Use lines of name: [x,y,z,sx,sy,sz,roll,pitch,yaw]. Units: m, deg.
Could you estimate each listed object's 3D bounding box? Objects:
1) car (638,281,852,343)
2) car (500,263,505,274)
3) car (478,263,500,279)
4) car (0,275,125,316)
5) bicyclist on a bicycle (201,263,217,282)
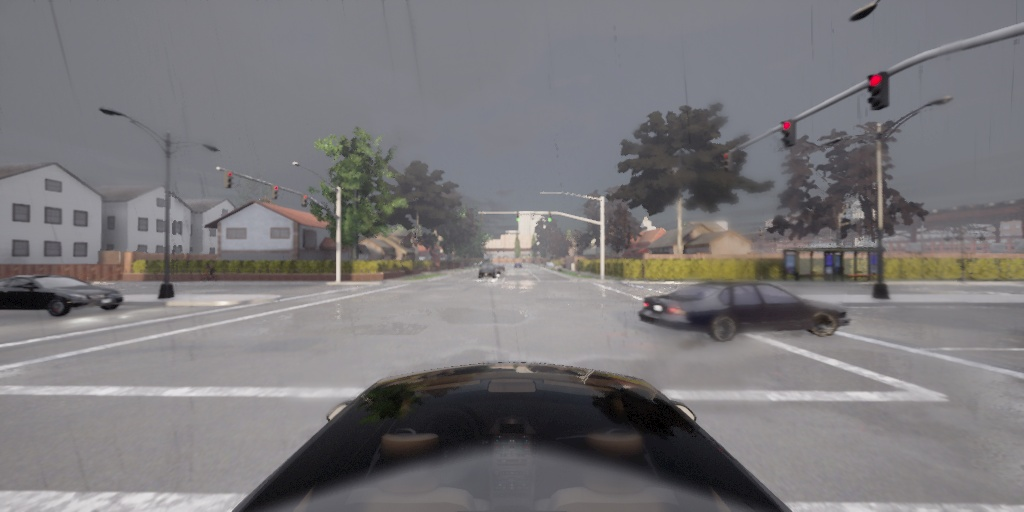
car: [6.196,1.382,9.700,5.357,1.411,2.033,0,-1,-12]
car: [-2.496,1.871,50.904,2.033,1.411,5.357,0,-1,1]
car: [-2.659,1.699,39.687,1.837,1.490,4.892,0,-1,1]
car: [-17.641,1.437,13.593,4.674,1.442,1.812,0,-1,1]
bicyclist on a bicycle: [-26.381,1.428,31.237,0.582,1.620,1.656,0,0,1]
